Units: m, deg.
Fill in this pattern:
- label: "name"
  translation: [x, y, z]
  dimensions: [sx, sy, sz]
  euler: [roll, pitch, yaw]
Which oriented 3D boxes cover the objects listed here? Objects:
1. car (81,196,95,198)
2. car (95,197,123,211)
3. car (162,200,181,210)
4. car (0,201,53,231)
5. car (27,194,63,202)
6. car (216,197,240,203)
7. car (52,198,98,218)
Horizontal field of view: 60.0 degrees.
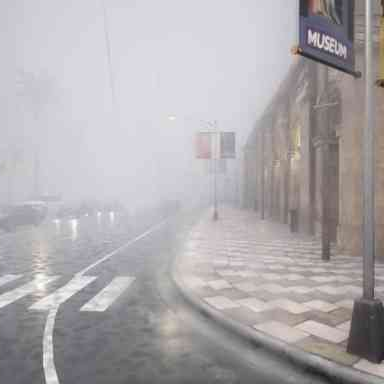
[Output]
- label: "car"
  translation: [-13.089, 1.352, 41.519]
  dimensions: [2.097, 1.767, 4.553]
  euler: [0, 0, 5]
- label: "car"
  translation: [-9.692, 1.526, 40.076]
  dimensions: [1.812, 1.442, 4.674]
  euler: [0, 0, 5]
- label: "car"
  translation: [-2.487, 1.604, 41.550]
  dimensions: [1.895, 1.301, 4.718]
  euler: [0, 0, 5]
- label: "car"
  translation: [-11.173, 1.547, 20.815]
  dimensions: [2.033, 1.411, 5.357]
  euler: [0, 0, 4]
- label: "car"
  translation: [-13.919, 1.221, 31.227]
  dimensions: [2.150, 2.045, 5.566]
  euler: [0, 0, 4]
- label: "car"
  translation: [7.410, 1.600, 68.404]
  dimensions: [4.718, 1.301, 1.895]
  euler: [0, 0, -18]
- label: "car"
  translation: [-10.482, 1.526, 30.218]
  dimensions: [1.812, 1.442, 4.674]
  euler: [0, 0, 5]
